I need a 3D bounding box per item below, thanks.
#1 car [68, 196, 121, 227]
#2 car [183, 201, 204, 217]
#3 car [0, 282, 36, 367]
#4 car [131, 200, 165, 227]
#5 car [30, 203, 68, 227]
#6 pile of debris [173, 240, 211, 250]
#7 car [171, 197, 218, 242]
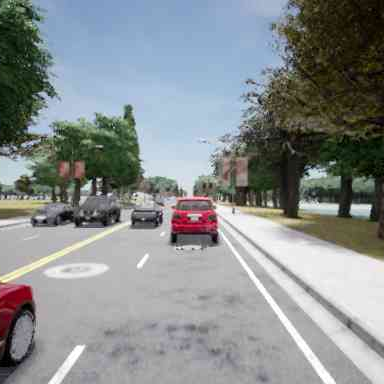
[{"bbox_3d":[-6.576,1.314,23.774,2.150,2.045,5.566,0,0,0],"label":"car"},{"bbox_3d":[0.136,1.748,35.525,2.033,1.411,5.357,0,-1,0],"label":"car"},{"bbox_3d":[-3.147,1.481,2.753,1.882,1.535,5.008,0,0,0],"label":"car"},{"bbox_3d":[-3.127,1.585,23.875,2.128,1.511,4.902,0,0,0],"label":"car"},{"bbox_3d":[-9.825,1.585,23.954,2.128,1.511,4.902,0,0,0],"label":"car"},{"bbox_3d":[0.013,2.213,13.999,1.500,0.140,1.860,0,0,0],"label":"pile of debris"},{"bbox_3d":[0.117,1.274,16.945,2.150,2.045,5.566,0,0,0],"label":"car"}]
